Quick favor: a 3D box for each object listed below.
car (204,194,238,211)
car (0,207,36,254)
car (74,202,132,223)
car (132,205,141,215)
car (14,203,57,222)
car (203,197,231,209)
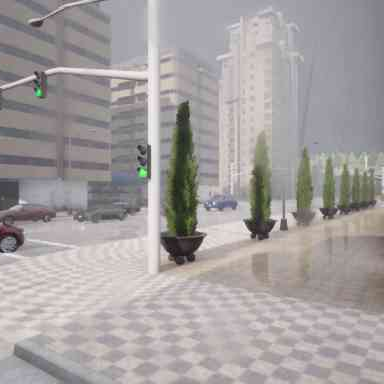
[{"bbox_3d":[3.740,1.277,41.800,2.150,2.045,5.566,0,0,35],"label":"car"},{"bbox_3d":[-8.421,1.495,11.480,1.882,1.535,5.008,0,-1,34],"label":"car"},{"bbox_3d":[-7.101,1.619,26.090,1.994,1.385,4.181,0,0,35],"label":"car"},{"bbox_3d":[-7.226,1.656,32.078,1.895,1.301,4.718,0,0,35],"label":"car"},{"bbox_3d":[-12.370,1.581,24.573,1.812,1.442,4.674,0,0,34],"label":"car"},{"bbox_3d":[3.649,1.560,47.808,1.837,1.490,4.892,0,0,35],"label":"car"}]
